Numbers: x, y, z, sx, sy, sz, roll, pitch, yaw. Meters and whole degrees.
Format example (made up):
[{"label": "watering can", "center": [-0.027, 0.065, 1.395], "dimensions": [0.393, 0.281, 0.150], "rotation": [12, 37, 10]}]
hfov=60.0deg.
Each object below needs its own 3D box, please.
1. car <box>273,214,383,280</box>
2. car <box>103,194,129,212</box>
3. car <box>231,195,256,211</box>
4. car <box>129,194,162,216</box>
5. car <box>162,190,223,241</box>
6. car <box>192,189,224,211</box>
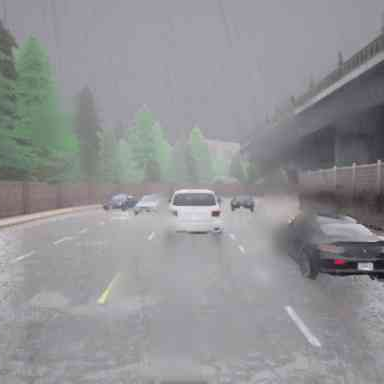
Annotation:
[{"label": "car", "center": [3.589, 1.322, 9.180], "dimensions": [1.812, 1.442, 4.674], "rotation": [0, 1, 0]}, {"label": "car", "center": [-6.160, 0.883, 29.304], "dimensions": [1.812, 1.442, 4.674], "rotation": [0, 1, 11]}, {"label": "car", "center": [4.711, 0.943, 30.004], "dimensions": [1.895, 1.301, 4.718], "rotation": [0, 1, 13]}, {"label": "car", "center": [-3.150, 0.963, 25.637], "dimensions": [1.812, 1.442, 4.674], "rotation": [0, 1, 5]}, {"label": "car", "center": [0.091, 0.897, 14.714], "dimensions": [2.150, 2.045, 5.566], "rotation": [0, 1, 0]}, {"label": "car", "center": [1.583, 0.666, 31.258], "dimensions": [2.097, 1.767, 4.553], "rotation": [0, 1, 14]}]
